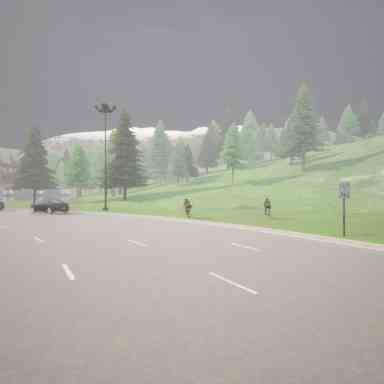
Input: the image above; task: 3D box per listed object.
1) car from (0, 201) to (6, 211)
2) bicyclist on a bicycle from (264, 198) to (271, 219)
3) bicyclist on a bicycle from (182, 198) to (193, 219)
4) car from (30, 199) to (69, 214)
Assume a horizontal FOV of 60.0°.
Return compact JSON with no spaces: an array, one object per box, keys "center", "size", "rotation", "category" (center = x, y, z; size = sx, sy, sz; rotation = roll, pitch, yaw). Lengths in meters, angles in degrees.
[{"center":[-24.335,1.526,39.651],"size":[4.674,1.442,1.812],"rotation":[0,0,23],"category":"car"},{"center":[5.922,1.305,26.128],"size":[0.582,1.620,1.656],"rotation":[0,-1,-1],"category":"bicyclist on a bicycle"},{"center":[-0.380,1.319,26.094],"size":[0.582,1.620,1.656],"rotation":[1,-1,-31],"category":"bicyclist on a bicycle"},{"center":[-15.011,1.478,34.955],"size":[5.008,1.535,1.882],"rotation":[0,0,34],"category":"car"}]
